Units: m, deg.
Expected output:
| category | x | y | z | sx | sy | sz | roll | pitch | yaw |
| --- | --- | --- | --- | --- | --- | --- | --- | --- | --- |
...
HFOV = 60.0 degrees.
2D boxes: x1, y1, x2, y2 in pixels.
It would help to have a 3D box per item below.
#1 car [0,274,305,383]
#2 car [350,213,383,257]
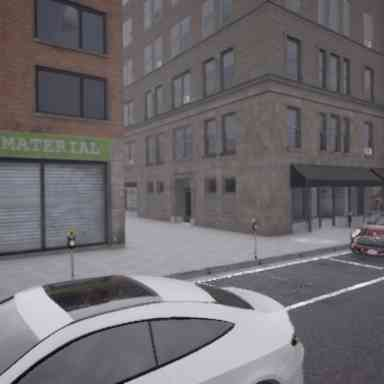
| category | x | y | z | sx | sy | sz | roll | pitch | yaw |
| --- | --- | --- | --- | --- | --- | --- | --- | --- | --- |
| car | -1.018 | 1.525 | 2.653 | 4.674 | 1.442 | 1.812 | 0 | 0 | -35 |
| car | 7.487 | 1.426 | 11.981 | 4.097 | 1.590 | 1.967 | 0 | -1 | -35 |
